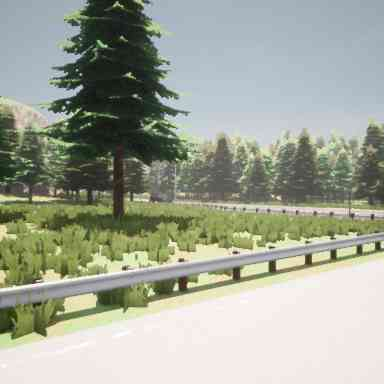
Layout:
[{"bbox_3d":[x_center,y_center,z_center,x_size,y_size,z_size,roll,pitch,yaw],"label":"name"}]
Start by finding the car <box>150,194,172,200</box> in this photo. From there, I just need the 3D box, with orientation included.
[{"bbox_3d":[-5.560,1.296,58.469,2.150,2.045,5.566,0,0,-34],"label":"car"}]
